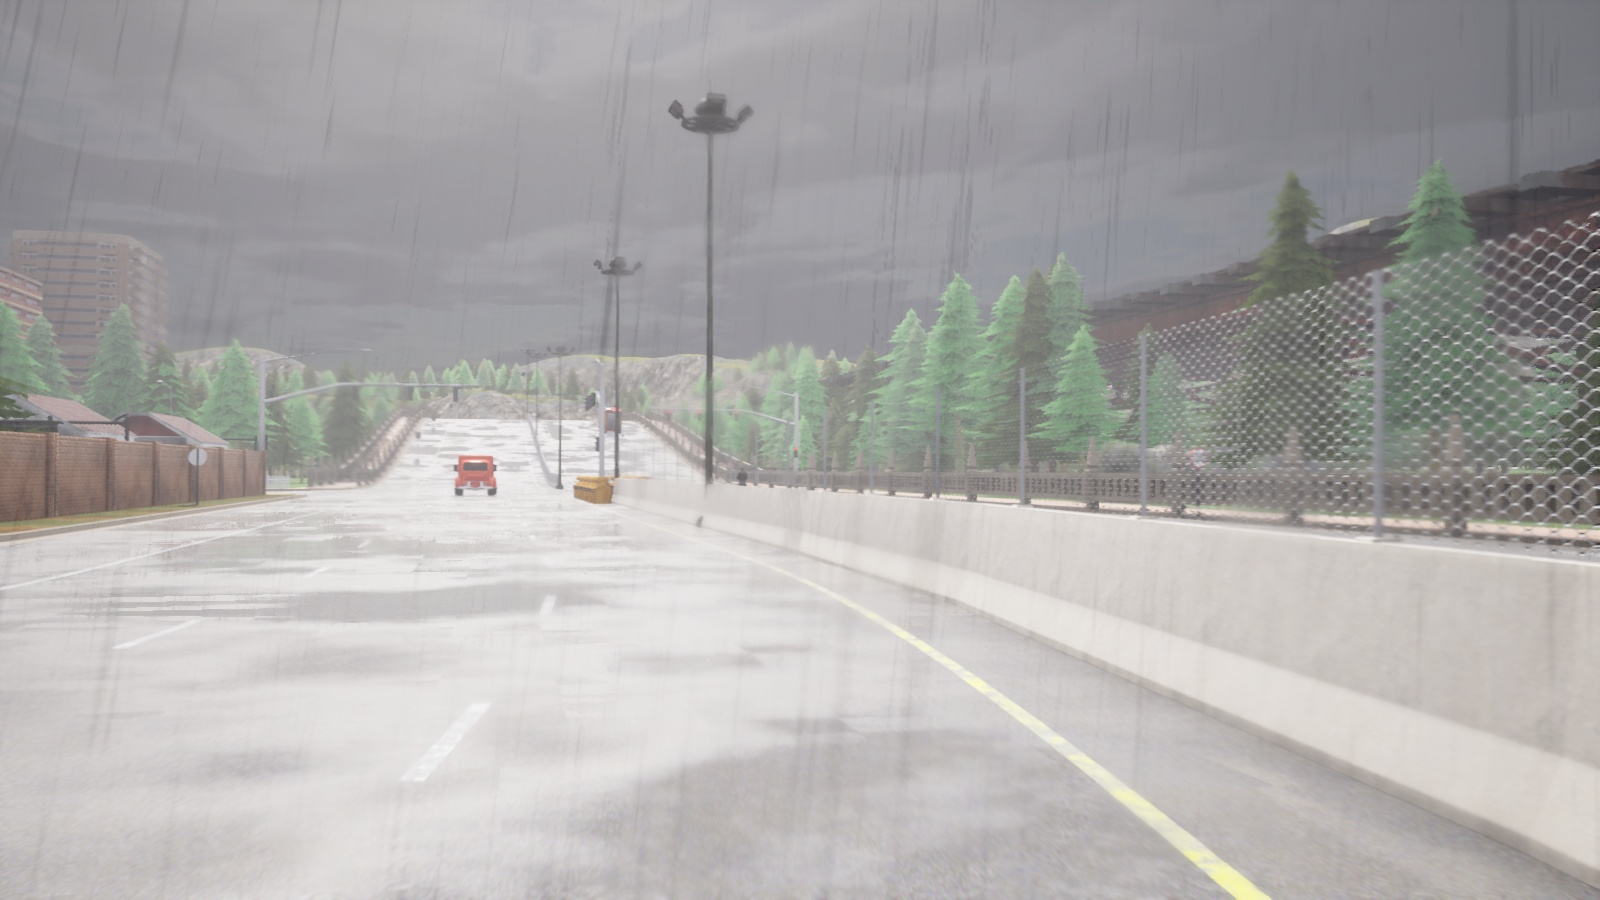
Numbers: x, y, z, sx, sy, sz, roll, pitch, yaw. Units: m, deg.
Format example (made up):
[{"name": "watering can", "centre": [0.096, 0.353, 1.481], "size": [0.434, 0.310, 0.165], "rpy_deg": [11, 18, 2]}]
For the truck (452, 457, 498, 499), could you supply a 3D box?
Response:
[{"name": "truck", "centre": [-19.826, 1.706, 76.703], "size": [2.627, 2.467, 5.204], "rpy_deg": [0, -1, -14]}]
